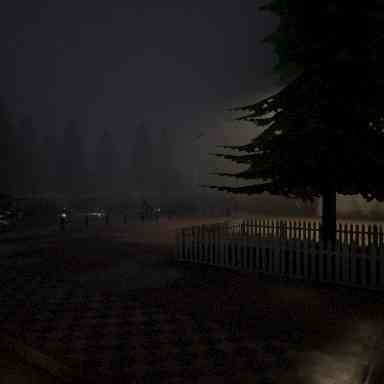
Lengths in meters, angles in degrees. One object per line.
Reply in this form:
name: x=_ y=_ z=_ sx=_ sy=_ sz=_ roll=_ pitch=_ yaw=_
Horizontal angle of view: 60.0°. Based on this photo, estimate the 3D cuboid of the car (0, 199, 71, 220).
car: x=-13.661 y=1.547 z=28.817 sx=2.033 sy=1.411 sz=5.357 roll=0 pitch=0 yaw=35

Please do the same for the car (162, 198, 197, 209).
car: x=-1.650 y=1.547 z=45.645 sx=2.033 sy=1.411 sz=5.357 roll=0 pitch=0 yaw=36

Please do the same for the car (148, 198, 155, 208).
car: x=-6.605 y=1.526 z=44.741 sx=1.812 sy=1.442 sz=4.674 roll=0 pitch=0 yaw=36

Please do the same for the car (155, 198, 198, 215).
car: x=-1.235 y=1.525 z=33.874 sx=1.812 sy=1.442 sz=4.674 roll=0 pitch=0 yaw=35

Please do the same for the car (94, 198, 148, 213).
car: x=-7.817 y=1.547 z=37.015 sx=2.033 sy=1.411 sz=5.357 roll=0 pitch=0 yaw=35

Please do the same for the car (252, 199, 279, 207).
car: x=11.857 y=1.547 z=52.231 sx=2.033 sy=1.411 sz=5.357 roll=0 pitch=0 yaw=35

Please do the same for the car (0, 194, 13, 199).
car: x=-18.148 y=1.222 z=28.551 sx=2.150 sy=2.045 sz=5.566 roll=0 pitch=0 yaw=35

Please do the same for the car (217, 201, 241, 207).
car: x=5.508 y=1.502 z=49.351 sx=1.837 sy=1.490 sz=4.892 roll=0 pitch=-1 yaw=36

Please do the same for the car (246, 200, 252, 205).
car: x=10.924 y=1.564 z=56.952 sx=1.994 sy=1.385 sz=4.181 roll=0 pitch=0 yaw=35

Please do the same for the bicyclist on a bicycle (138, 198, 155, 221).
bicyclist on a bicycle: x=-3.355 y=1.302 z=24.352 sx=1.656 sy=1.620 sz=0.582 roll=0 pitch=0 yaw=35

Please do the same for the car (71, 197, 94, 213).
car: x=-12.549 y=1.352 z=36.406 sx=2.097 sy=1.767 sz=4.553 roll=0 pitch=0 yaw=36
